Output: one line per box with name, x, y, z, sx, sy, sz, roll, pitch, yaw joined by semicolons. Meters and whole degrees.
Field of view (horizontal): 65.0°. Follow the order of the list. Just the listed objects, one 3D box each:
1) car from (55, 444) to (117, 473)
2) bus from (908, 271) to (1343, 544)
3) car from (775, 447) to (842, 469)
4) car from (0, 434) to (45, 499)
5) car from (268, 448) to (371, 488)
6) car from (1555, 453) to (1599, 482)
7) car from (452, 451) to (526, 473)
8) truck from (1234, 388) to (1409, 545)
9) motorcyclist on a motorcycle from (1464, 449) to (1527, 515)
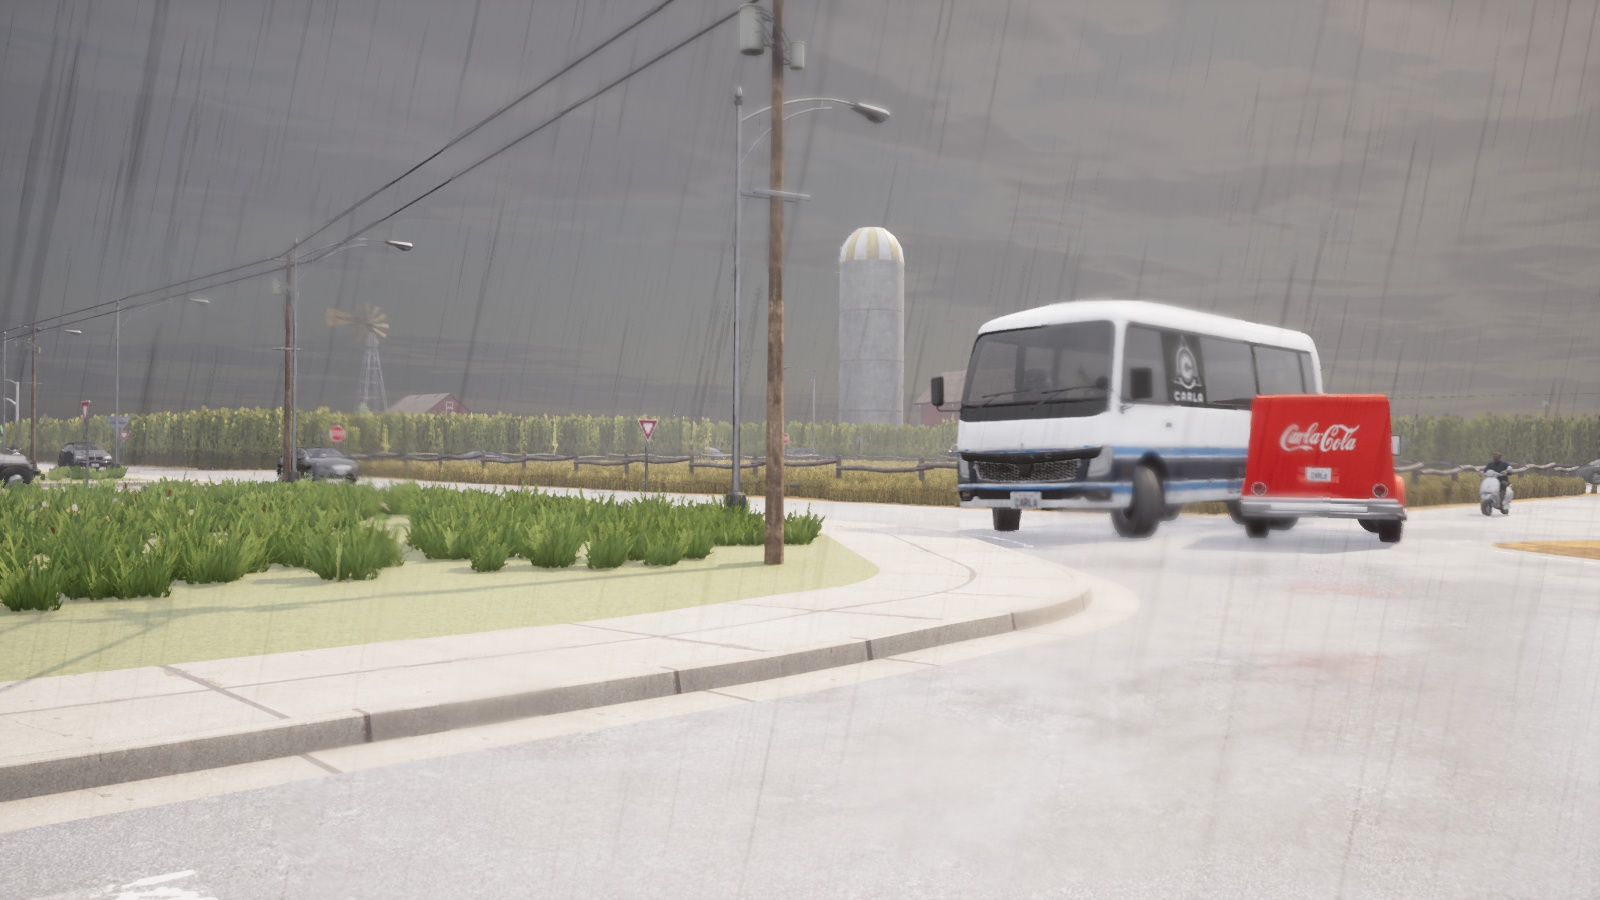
car;-42.825;0.484;75.257;2.242;1.667;4.611;0;0;-43
bus;6.833;-0.608;24.686;3.944;4.253;10.273;-2;-1;42
car;0.659;0.616;97.768;4.892;1.490;1.837;-1;-2;-15
car;-24.545;0.478;36.735;3.866;1.878;1.905;0;0;-44
car;-19.058;0.663;49.713;2.128;1.511;4.902;0;0;-43
car;43.246;0.927;66.876;4.892;1.490;1.837;0;0;2
car;-20.041;0.780;80.946;4.181;1.385;1.994;0;0;-43
truck;9.534;0.283;22.744;2.627;2.467;5.204;0;0;25
motorcyclist on a motorcycle;17.327;0.773;31.258;1.817;1.590;0.866;0;0;-44
